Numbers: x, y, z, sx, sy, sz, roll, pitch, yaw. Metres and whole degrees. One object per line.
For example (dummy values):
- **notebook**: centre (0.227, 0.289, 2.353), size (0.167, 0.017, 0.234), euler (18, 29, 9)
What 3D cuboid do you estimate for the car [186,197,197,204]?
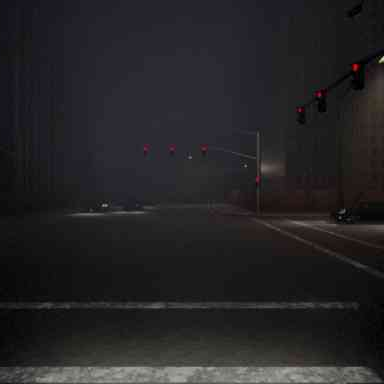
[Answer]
- **car**: centre (-0.127, 1.564, 64.979), size (1.994, 1.385, 4.181), euler (0, 0, 0)

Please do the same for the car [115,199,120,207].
- **car**: centre (-10.692, 1.547, 52.694), size (2.033, 1.411, 5.357), euler (0, 0, 0)

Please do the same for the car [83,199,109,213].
- **car**: centre (-10.709, 1.547, 37.586), size (2.033, 1.411, 5.357), euler (0, 0, -3)

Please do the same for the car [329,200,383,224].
- **car**: centre (12.366, 1.352, 23.919), size (4.553, 1.767, 2.097), euler (0, 0, 0)

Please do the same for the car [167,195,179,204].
- **car**: centre (-3.627, 1.352, 64.942), size (2.097, 1.767, 4.553), euler (0, 0, 0)

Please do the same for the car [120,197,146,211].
- **car**: centre (-7.158, 1.526, 40.579), size (1.812, 1.442, 4.674), euler (0, 0, -1)

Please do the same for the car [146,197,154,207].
- **car**: centre (-7.187, 1.525, 51.899), size (1.812, 1.442, 4.674), euler (0, 0, 0)
